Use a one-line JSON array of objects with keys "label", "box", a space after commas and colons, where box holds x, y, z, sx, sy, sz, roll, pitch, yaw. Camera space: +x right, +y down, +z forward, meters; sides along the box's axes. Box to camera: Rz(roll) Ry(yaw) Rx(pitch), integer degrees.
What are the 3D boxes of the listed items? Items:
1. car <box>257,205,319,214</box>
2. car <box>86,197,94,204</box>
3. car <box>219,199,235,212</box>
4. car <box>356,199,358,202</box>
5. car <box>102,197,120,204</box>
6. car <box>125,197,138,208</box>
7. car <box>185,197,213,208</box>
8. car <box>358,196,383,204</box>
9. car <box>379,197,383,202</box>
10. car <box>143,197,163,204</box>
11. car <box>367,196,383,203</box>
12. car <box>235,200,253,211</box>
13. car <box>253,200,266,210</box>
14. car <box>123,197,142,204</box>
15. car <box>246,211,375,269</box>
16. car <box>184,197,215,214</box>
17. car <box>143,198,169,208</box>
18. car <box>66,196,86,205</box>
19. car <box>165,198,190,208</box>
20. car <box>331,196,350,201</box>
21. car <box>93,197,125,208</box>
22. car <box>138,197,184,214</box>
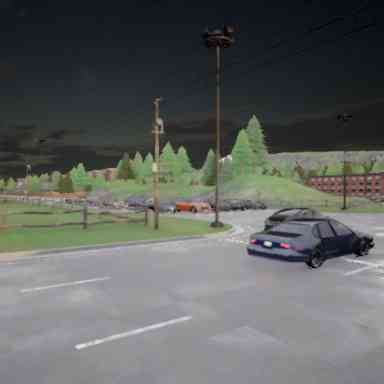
[{"label": "car", "box": [5.772, 1.565, 17.224, 4.892, 1.490, 1.837, 0, 0, -40]}, {"label": "car", "box": [-18.922, 1.635, 63.340, 1.812, 1.442, 4.674, 0, 0, -36]}, {"label": "car", "box": [2.549, 1.455, 39.728, 2.097, 1.767, 4.553, 0, 0, -36]}, {"label": "car", "box": [41.676, 1.828, 80.431, 1.994, 1.385, 4.181, 0, 0, -18]}, {"label": "car", "box": [-15.889, 1.668, 65.119, 1.994, 1.385, 4.181, 0, 0, -36]}, {"label": "car", "box": [-7.433, 1.652, 47.460, 1.994, 1.385, 4.181, 0, 0, -36]}, {"label": "car", "box": [1.065, 1.610, 53.646, 1.882, 1.535, 5.008, 0, 1, -36]}, {"label": "car", "box": [39.367, 1.806, 73.148, 1.837, 1.490, 4.892, 0, 0, -7]}, {"label": "car", "box": [48.599, 1.879, 81.601, 1.895, 1.301, 4.718, 0, 0, -14]}, {"label": "car", "box": [-7.828, 1.731, 65.938, 1.895, 1.301, 4.718, 0, 0, -36]}, {"label": "car", "box": [45.193, 1.779, 80.800, 1.837, 1.490, 4.892, 0, 0, -14]}, {"label": "car", "box": [4.850, 1.665, 42.511, 2.033, 1.411, 5.357, 0, 0, -36]}, {"label": "car", "box": [7.944, 1.696, 44.215, 1.994, 1.385, 4.181, 0, 0, -36]}, {"label": "car", "box": [-11.754, 1.681, 65.379, 1.994, 1.385, 4.181, 0, 0, -36]}, {"label": "car", "box": [4.217, 1.589, 11.392, 5.357, 1.411, 2.033, 0, 0, -38]}, {"label": "car", "box": [0.135, 1.441, 37.098, 2.097, 1.767, 4.553, 0, 0, -36]}, {"label": "car", "box": [-5.548, 1.628, 50.821, 1.812, 1.442, 4.674, 0, 0, -35]}, {"label": "car", "box": [-21.737, 1.567, 61.261, 1.882, 1.535, 5.008, 0, 0, -36]}, {"label": "car", "box": [-2.349, 1.681, 52.379, 1.994, 1.385, 4.181, 0, 0, -36]}, {"label": "car", "box": [37.137, 1.799, 83.234, 1.882, 1.535, 5.008, 0, 0, -21]}, {"label": "car", "box": [-11.820, 1.567, 47.539, 2.128, 1.511, 4.902, 0, 0, -36]}, {"label": "car", "box": [-3.444, 1.566, 36.060, 2.128, 1.511, 4.902, 0, 0, -36]}]
